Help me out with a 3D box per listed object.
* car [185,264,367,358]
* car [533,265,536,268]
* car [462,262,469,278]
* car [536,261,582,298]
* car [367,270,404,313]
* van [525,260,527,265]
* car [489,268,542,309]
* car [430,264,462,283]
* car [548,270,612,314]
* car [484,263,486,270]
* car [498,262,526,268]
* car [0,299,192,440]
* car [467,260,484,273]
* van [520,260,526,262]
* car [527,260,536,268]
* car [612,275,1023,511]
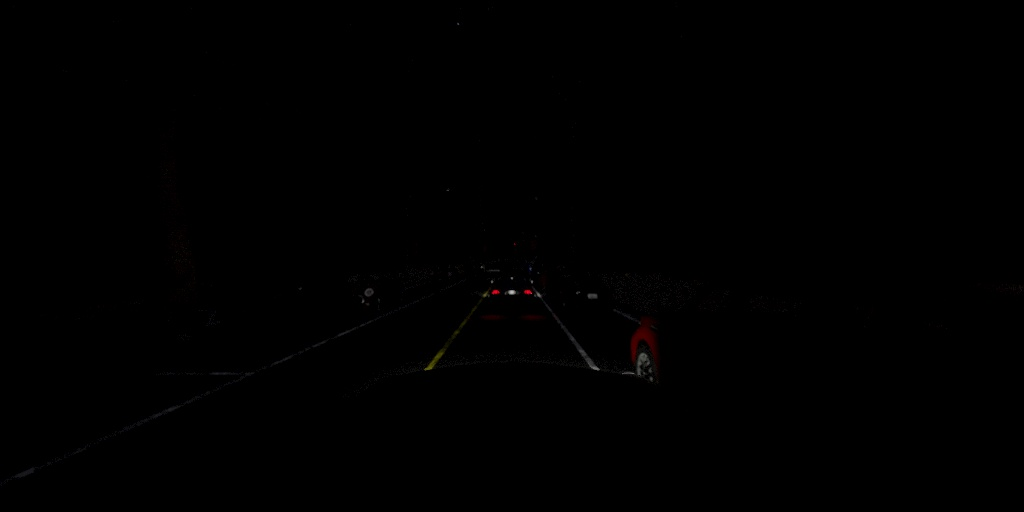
[{"bbox_3d":[-5.764,1.130,8.813,2.192,1.841,5.009,0,0,0],"label":"car"},{"bbox_3d":[2.757,1.515,25.359,1.888,1.381,4.507,0,0,0],"label":"car"},{"bbox_3d":[-5.771,1.599,36.207,1.751,1.417,4.829,0,0,0],"label":"car"},{"bbox_3d":[2.758,1.233,19.847,2.192,1.841,5.009,0,0,0],"label":"car"},{"bbox_3d":[-5.766,1.306,14.325,1.967,1.591,4.097,0,0,0],"label":"car"},{"bbox_3d":[2.753,1.467,41.896,1.690,1.789,3.998,0,0,0],"label":"van"},{"bbox_3d":[-0.002,1.428,15.836,2.033,1.411,5.357,0,-1,0],"label":"car"},{"bbox_3d":[-5.770,1.462,30.864,1.967,1.591,4.097,0,0,0],"label":"car"},{"bbox_3d":[2.760,1.433,14.334,1.948,1.339,4.313,0,0,0],"label":"car"},{"bbox_3d":[-5.776,1.833,58.428,2.007,1.370,4.403,0,0,0],"label":"car"},{"bbox_3d":[-0.001,1.533,31.148,1.837,1.490,4.892,0,0,0],"label":"car"},{"bbox_3d":[-5.763,1.346,3.300,1.802,1.307,4.207,0,0,0],"label":"car"},{"bbox_3d":[-5.775,1.545,52.916,2.192,1.841,5.009,0,0,0],"label":"car"},{"bbox_3d":[2.748,1.677,63.945,1.690,1.789,3.998,0,0,0],"label":"van"},{"bbox_3d":[2.756,1.337,30.871,2.192,1.841,5.009,0,0,0],"label":"car"},{"bbox_3d":[2.762,1.079,3.310,2.192,1.841,5.009,0,0,0],"label":"car"}]
